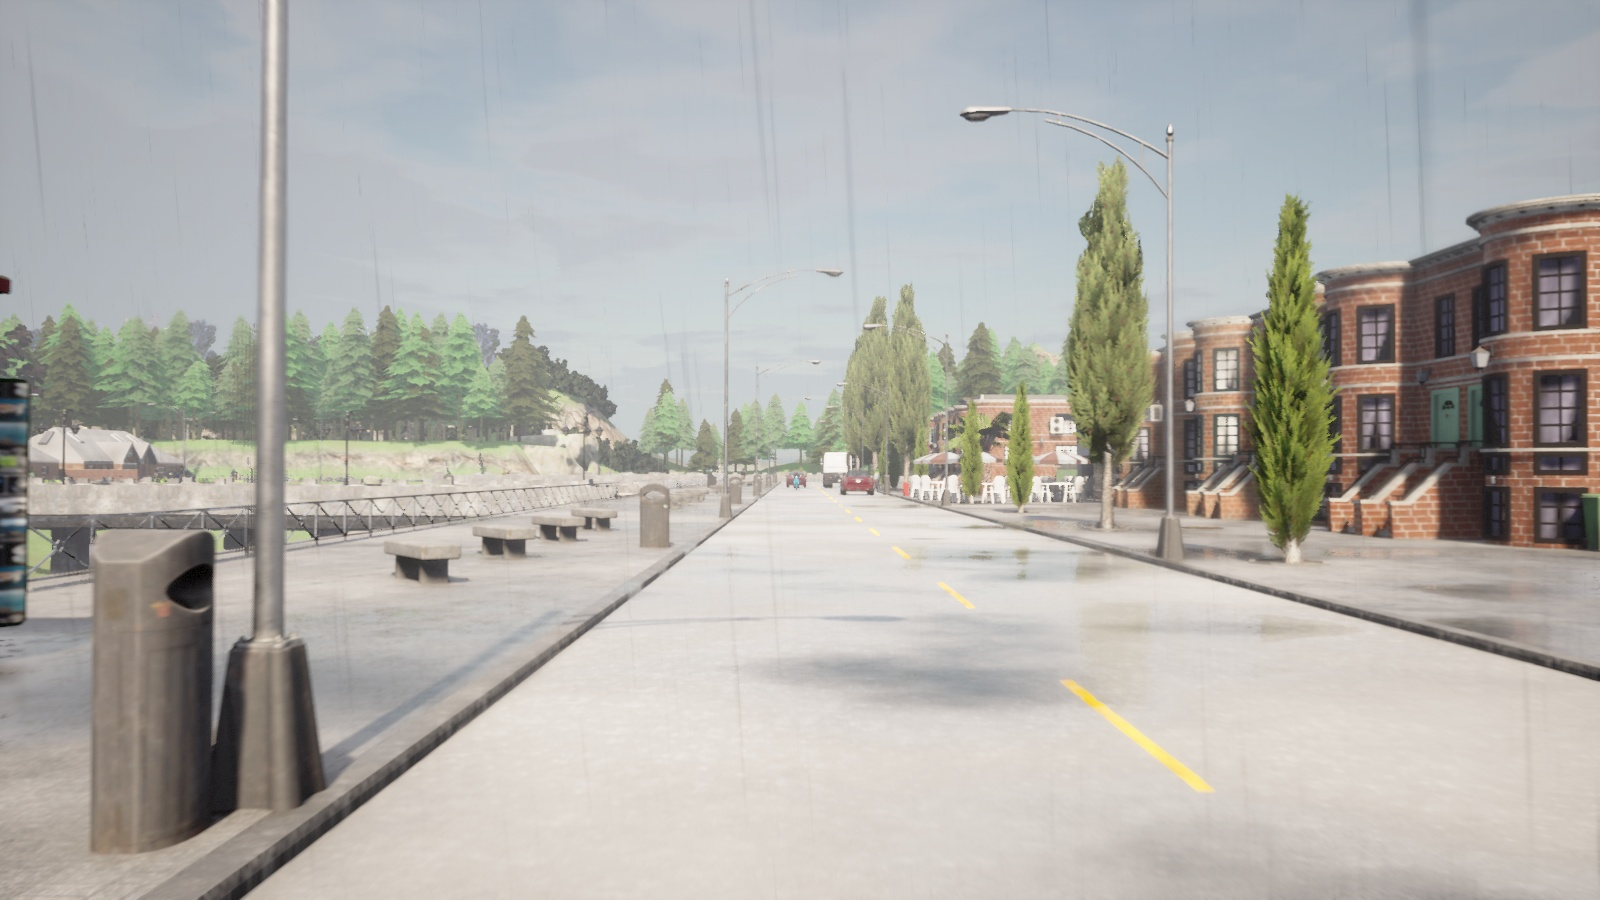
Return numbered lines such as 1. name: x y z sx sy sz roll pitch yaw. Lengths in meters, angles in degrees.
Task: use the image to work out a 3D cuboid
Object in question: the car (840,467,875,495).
1. car: 3.777 2.058 83.610 2.097 1.767 4.553 0 -1 0
